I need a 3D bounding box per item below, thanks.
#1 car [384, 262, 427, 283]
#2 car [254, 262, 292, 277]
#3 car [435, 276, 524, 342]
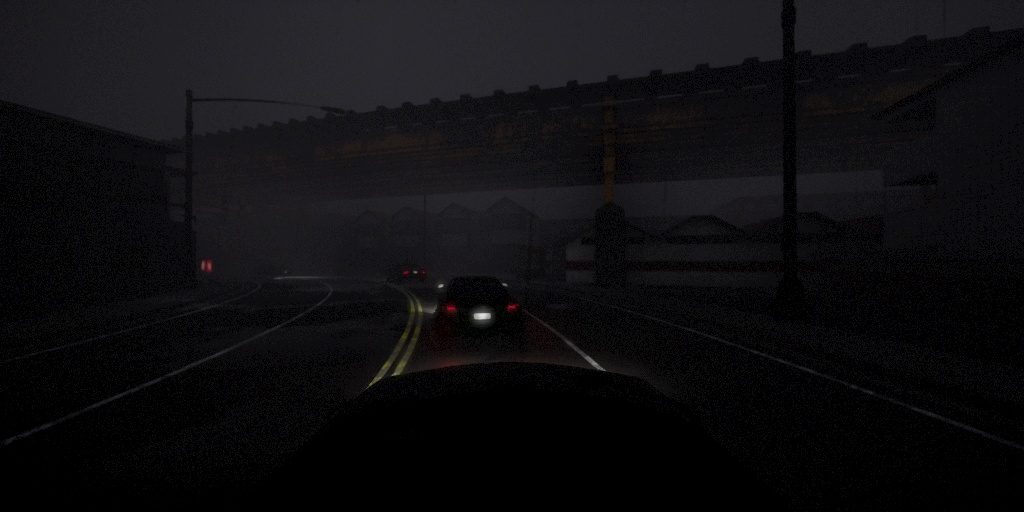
[{"bbox_3d":[-7.855,1.174,26.217,2.033,1.411,5.357,0,-1,-33],"label":"car"},{"bbox_3d":[-25.133,1.416,37.687,4.902,1.511,2.128,-1,-1,30],"label":"car"},{"bbox_3d":[-1.000,1.215,9.527,1.994,1.385,4.181,0,1,-11],"label":"car"}]
